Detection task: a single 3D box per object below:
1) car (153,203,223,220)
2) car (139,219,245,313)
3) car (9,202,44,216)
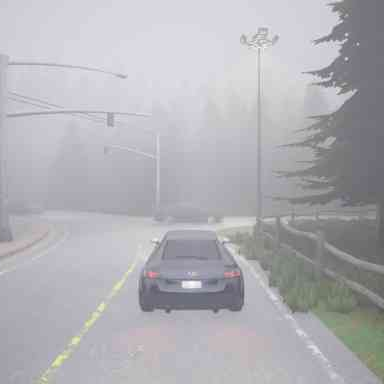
[{"bbox_3d":[-0.279,1.526,23.397,4.892,1.490,1.837,0,2,-6],"label":"car"},{"bbox_3d":[-0.028,1.564,7.734,1.994,1.385,4.181,0,0,-1],"label":"car"},{"bbox_3d":[-16.709,1.600,32.627,4.718,1.301,1.895,0,0,31],"label":"car"}]
